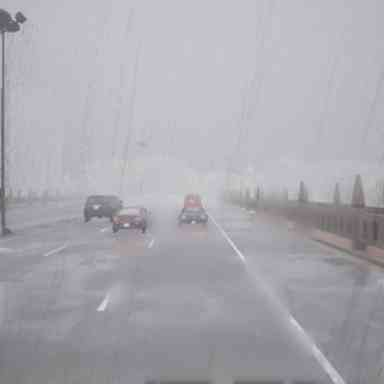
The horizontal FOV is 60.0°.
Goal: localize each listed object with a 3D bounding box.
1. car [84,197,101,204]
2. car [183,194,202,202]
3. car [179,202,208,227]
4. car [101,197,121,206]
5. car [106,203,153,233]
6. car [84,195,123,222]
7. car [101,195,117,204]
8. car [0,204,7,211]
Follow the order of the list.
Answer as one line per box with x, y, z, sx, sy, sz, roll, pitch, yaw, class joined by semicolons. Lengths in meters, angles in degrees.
-20.485;1.677;68.458;1.895;1.301;4.718;0;0;2;car
0.101;1.273;41.501;2.150;2.045;5.566;0;0;1;car
0.090;1.629;23.231;1.895;1.301;4.718;0;0;0;car
-13.837;1.616;57.053;2.033;1.411;5.357;0;0;2;car
-3.409;1.549;19.620;1.812;1.442;4.674;0;0;0;car
-6.912;1.254;26.650;2.150;2.045;5.566;0;0;0;car
-16.985;1.437;68.419;2.097;1.767;4.553;0;0;2;car
-17.608;1.559;28.283;1.812;1.442;4.674;0;0;0;car
